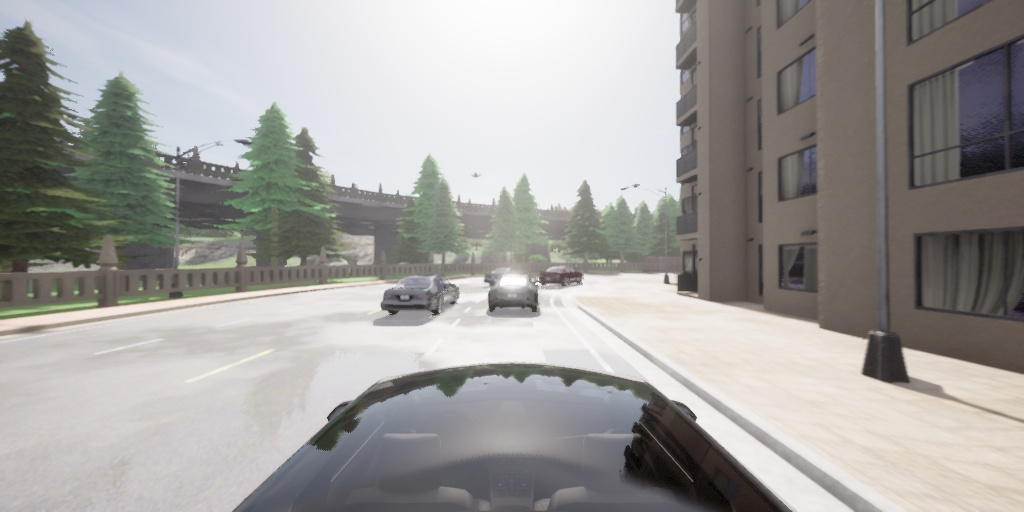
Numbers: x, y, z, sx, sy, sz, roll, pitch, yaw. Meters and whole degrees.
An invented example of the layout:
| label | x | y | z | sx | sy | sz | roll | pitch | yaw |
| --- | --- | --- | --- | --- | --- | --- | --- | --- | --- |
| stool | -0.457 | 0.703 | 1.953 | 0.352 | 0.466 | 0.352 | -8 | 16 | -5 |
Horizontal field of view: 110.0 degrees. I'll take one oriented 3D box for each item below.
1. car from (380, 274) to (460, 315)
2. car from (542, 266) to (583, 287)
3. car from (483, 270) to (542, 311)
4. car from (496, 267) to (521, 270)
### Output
| label | x | y | z | sx | sy | sz | roll | pitch | yaw |
| --- | --- | --- | --- | --- | --- | --- | --- | --- | --- |
| car | -3.443 | 1.435 | 14.329 | 2.033 | 1.411 | 5.357 | 0 | -1 | 2 |
| car | 3.932 | 1.515 | 27.971 | 1.882 | 1.535 | 5.008 | -1 | -1 | 32 |
| car | 0.153 | 1.464 | 15.327 | 1.994 | 1.385 | 4.181 | 0 | -1 | 4 |
| car | -0.166 | 1.585 | 28.023 | 2.033 | 1.411 | 5.357 | 0 | -1 | 28 |
